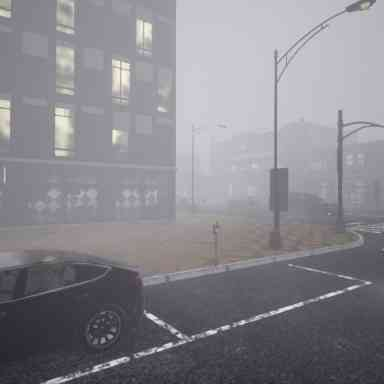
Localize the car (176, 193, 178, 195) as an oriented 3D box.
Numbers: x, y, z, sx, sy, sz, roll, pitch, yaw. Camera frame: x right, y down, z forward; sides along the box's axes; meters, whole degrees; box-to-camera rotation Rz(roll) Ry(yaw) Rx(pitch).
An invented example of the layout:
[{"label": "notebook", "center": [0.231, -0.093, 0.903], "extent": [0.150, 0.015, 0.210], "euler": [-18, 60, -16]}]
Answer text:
[{"label": "car", "center": [-1.447, 1.130, 38.886], "extent": [1.812, 1.442, 4.674], "euler": [0, 0, -36]}]

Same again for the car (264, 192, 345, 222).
[{"label": "car", "center": [8.595, 1.036, 25.312], "extent": [2.150, 2.045, 5.566], "euler": [0, 1, -37]}]

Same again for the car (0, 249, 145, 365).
[{"label": "car", "center": [-2.738, 1.566, 4.601], "extent": [4.313, 1.339, 1.947], "euler": [0, 0, -36]}]

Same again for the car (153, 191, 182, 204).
[{"label": "car", "center": [-3.949, 0.793, 52.065], "extent": [2.192, 1.841, 5.009], "euler": [1, 0, -36]}]

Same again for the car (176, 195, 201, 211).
[{"label": "car", "center": [-0.832, 1.231, 33.700], "extent": [1.802, 1.307, 4.206], "euler": [1, 0, -36]}]

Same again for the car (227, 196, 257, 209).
[{"label": "car", "center": [5.917, 1.130, 38.672], "extent": [1.967, 1.590, 4.097], "euler": [1, 0, -36]}]

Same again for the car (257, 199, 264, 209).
[{"label": "car", "center": [9.205, 1.340, 34.206], "extent": [1.802, 1.307, 4.206], "euler": [1, 0, -36]}]
